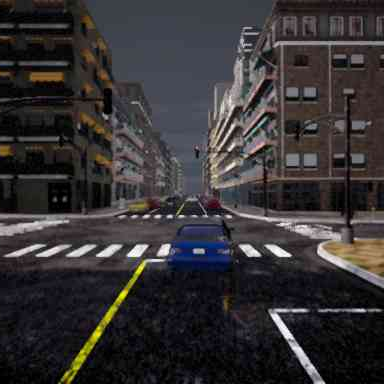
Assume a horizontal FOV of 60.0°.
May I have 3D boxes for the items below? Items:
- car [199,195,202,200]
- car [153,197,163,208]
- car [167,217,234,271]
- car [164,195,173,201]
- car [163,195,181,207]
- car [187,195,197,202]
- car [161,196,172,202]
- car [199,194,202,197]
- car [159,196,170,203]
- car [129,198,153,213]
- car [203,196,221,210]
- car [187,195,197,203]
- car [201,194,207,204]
[{"bbox_3d":[2.683,1.557,58.393,1.802,1.307,4.206,1,0,0],"label":"car"},{"bbox_3d":[-5.695,1.523,47.358,1.887,1.381,4.507,1,0,0],"label":"car"},{"bbox_3d":[0.400,1.542,10.887,2.033,1.411,5.357,0,0,5],"label":"car"},{"bbox_3d":[-5.703,1.515,80.499,1.887,1.381,4.507,1,0,0],"label":"car"},{"bbox_3d":[-3.098,1.503,49.655,1.812,1.442,4.674,0,0,0],"label":"car"},{"bbox_3d":[-0.019,1.427,78.089,2.128,1.511,4.902,0,0,0],"label":"car"},{"bbox_3d":[-5.702,1.522,74.976,2.008,1.369,4.403,1,0,0],"label":"car"},{"bbox_3d":[2.978,1.320,90.135,2.097,1.767,4.553,0,0,0],"label":"car"},{"bbox_3d":[-5.700,1.497,69.282,1.752,1.417,4.829,1,0,0],"label":"car"},{"bbox_3d":[-5.692,1.508,36.141,1.752,1.417,4.829,1,0,0],"label":"car"},{"bbox_3d":[2.687,1.526,41.822,1.887,1.381,4.507,1,0,0],"label":"car"},{"bbox_3d":[-0.016,1.573,68.113,1.895,1.301,4.718,0,0,0],"label":"car"},{"bbox_3d":[2.687,1.419,47.346,1.967,1.590,4.097,1,0,0],"label":"car"}]
